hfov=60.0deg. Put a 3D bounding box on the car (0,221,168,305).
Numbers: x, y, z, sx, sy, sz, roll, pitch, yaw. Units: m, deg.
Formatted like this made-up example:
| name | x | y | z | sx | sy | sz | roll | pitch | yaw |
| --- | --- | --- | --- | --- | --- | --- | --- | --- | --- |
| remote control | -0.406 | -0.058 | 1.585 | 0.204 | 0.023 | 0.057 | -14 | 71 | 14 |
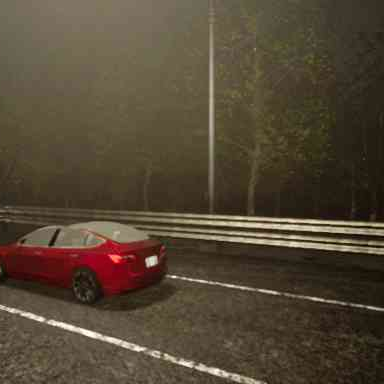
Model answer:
| name | x | y | z | sx | sy | sz | roll | pitch | yaw |
| --- | --- | --- | --- | --- | --- | --- | --- | --- | --- |
| car | -2.845 | 1.442 | 7.948 | 4.792 | 1.488 | 2.163 | 0 | 0 | 30 |
